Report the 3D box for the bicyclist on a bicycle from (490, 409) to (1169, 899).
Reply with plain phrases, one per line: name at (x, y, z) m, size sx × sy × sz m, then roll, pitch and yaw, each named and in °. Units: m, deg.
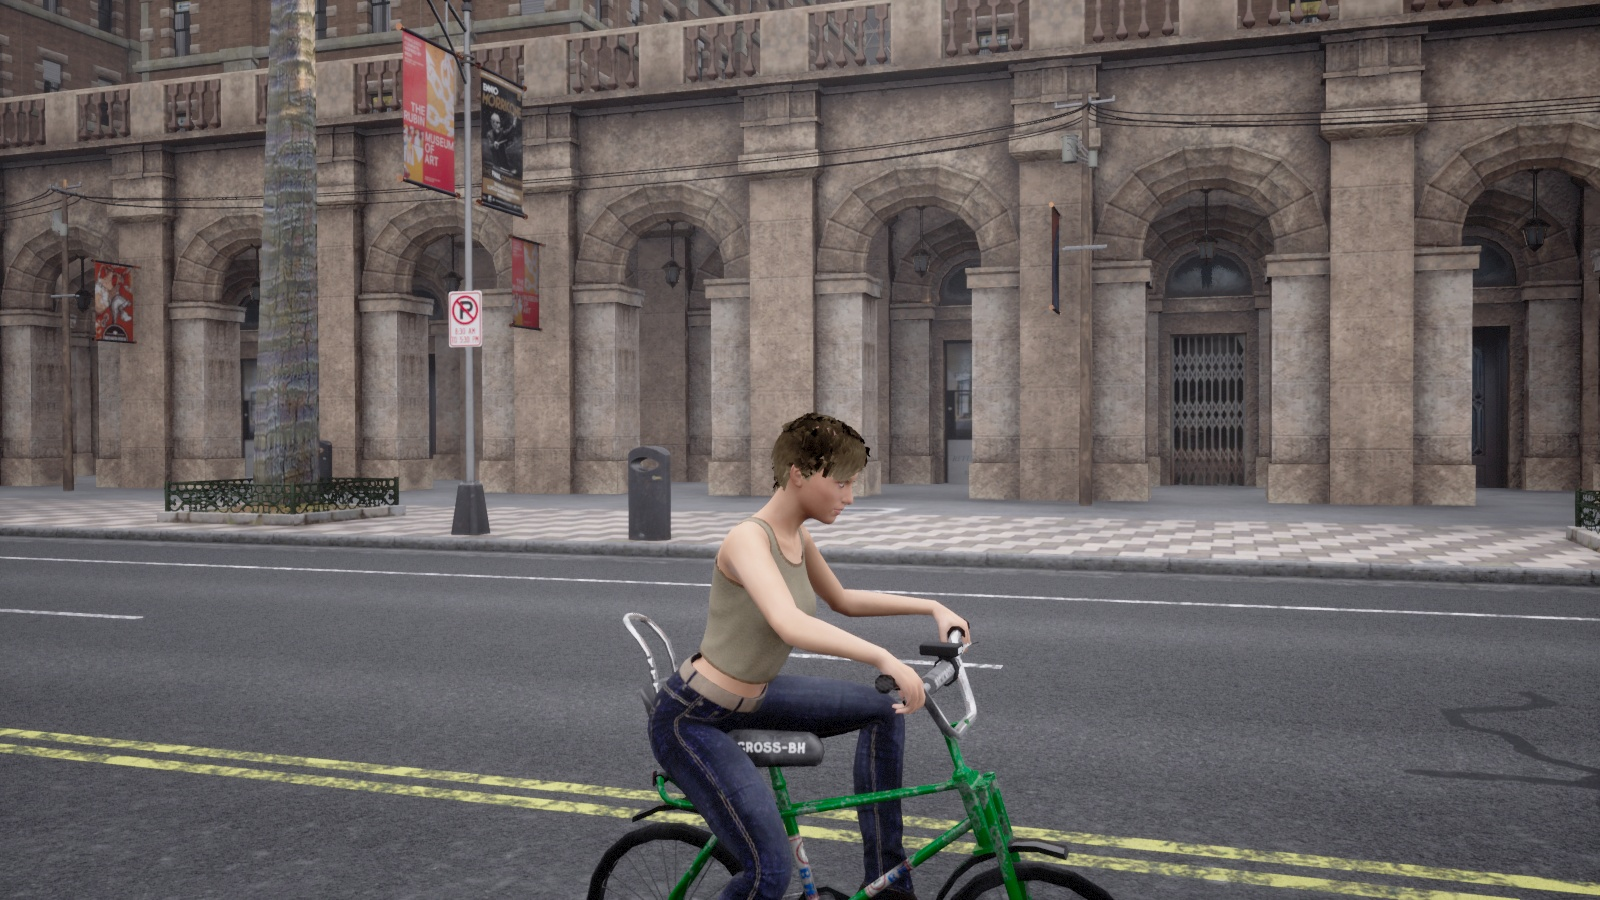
bicyclist on a bicycle at (0.116, 0.713, 3.158) m, size 1.509 × 1.612 × 0.866 m, roll 1°, pitch 1°, yaw 19°
